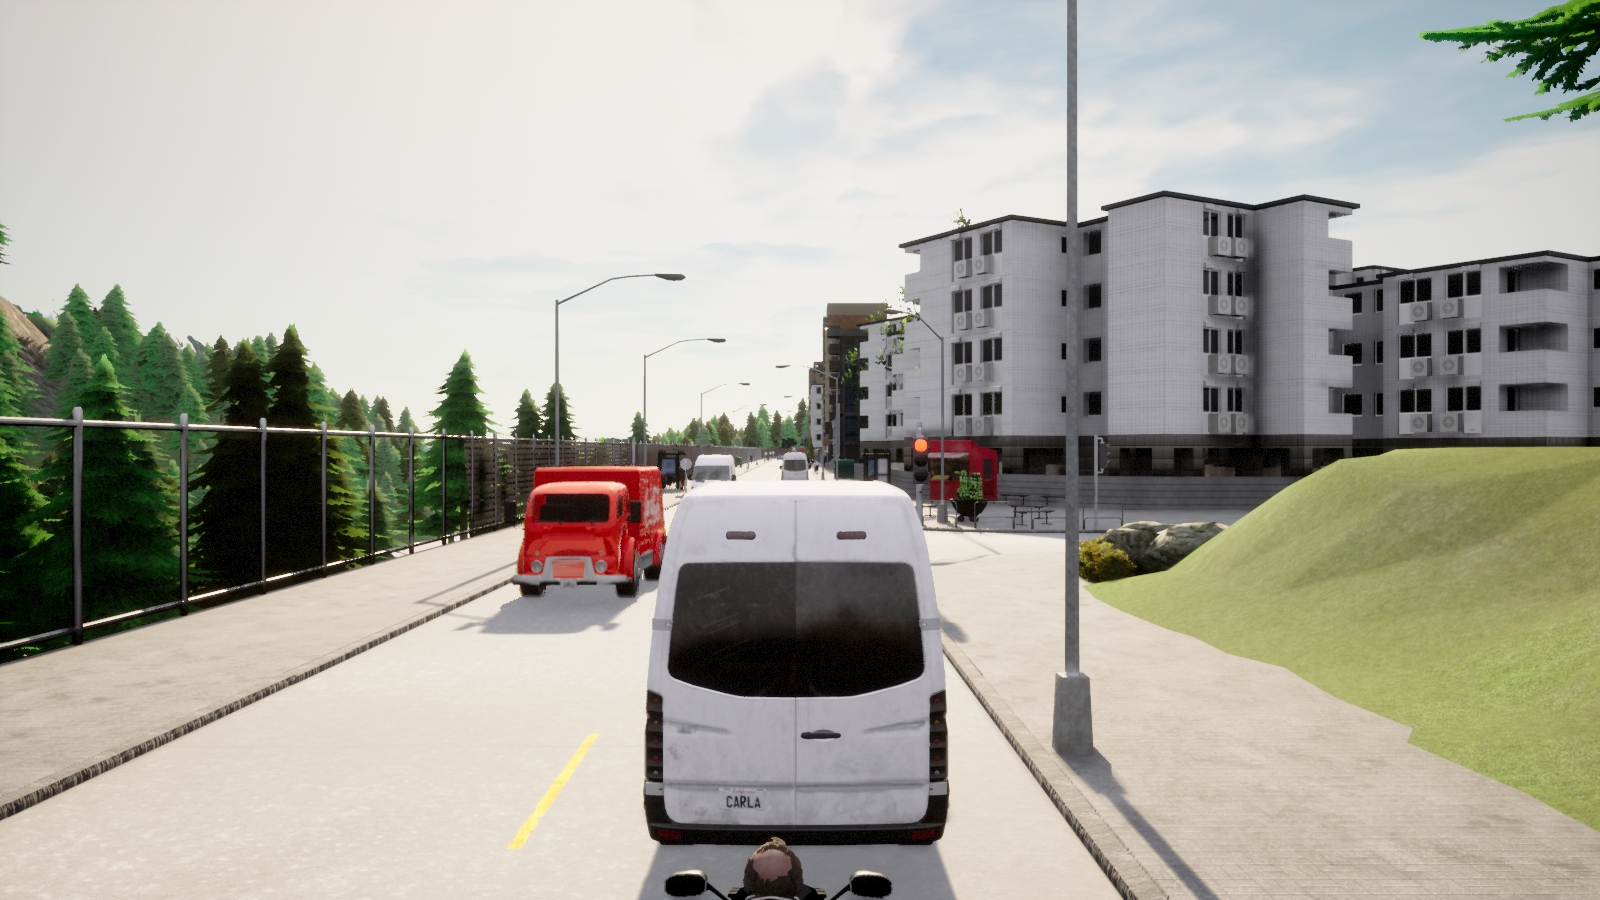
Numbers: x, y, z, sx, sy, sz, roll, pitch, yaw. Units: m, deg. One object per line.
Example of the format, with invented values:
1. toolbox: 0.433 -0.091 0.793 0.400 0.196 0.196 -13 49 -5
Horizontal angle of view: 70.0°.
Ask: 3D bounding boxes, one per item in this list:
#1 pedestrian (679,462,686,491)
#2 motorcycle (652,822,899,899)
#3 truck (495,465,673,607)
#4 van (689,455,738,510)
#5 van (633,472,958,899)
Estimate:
1. pedestrian: -7.652 1.744 74.625 0.375 1.860 0.375 0 0 12
2. motorcycle: -0.090 2.205 3.746 0.867 1.251 2.209 0 0 1
3. truck: -4.158 1.568 23.059 2.627 2.467 5.204 0 0 0
4. van: -4.246 1.535 56.675 1.988 2.561 5.915 0 0 0
5. van: -0.034 1.534 9.946 1.988 2.561 5.915 0 0 0
